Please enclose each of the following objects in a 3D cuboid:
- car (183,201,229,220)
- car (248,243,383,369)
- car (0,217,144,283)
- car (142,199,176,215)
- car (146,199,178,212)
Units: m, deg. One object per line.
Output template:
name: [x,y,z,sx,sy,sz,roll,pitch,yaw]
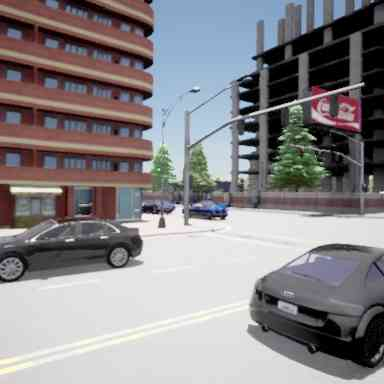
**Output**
car: [1.226,1.823,30.498,1.895,1.301,4.718,1,0,-35]
car: [2.989,1.633,5.888,4.181,1.385,1.994,1,0,-35]
car: [-3.816,1.535,9.865,4.892,1.490,1.837,1,0,-35]
car: [-3.923,1.785,37.638,1.994,1.385,4.181,1,0,-37]
car: [-4.022,1.741,43.777,1.882,1.535,5.008,1,0,-36]
